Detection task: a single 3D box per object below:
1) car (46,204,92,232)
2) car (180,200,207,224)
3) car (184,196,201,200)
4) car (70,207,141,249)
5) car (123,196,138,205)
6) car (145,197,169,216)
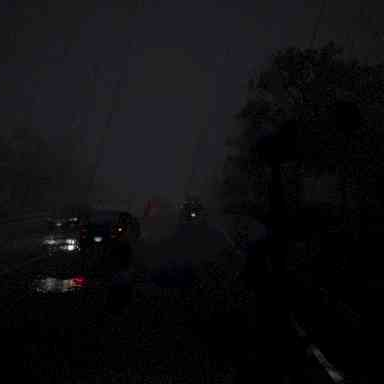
[{"bbox_3d":[-7.101,1.477,20.199,2.128,1.511,4.902,0,0,0],"label":"car"},{"bbox_3d":[0.098,1.545,24.940,1.994,1.385,4.181,0,0,0],"label":"car"},{"bbox_3d":[0.097,1.321,42.455,2.097,1.767,4.553,0,0,0],"label":"car"},{"bbox_3d":[-3.398,1.515,14.332,1.812,1.442,4.674,0,0,0],"label":"car"},{"bbox_3d":[-10.535,1.460,57.487,1.837,1.490,4.892,0,0,1],"label":"car"},{"bbox_3d":[-3.399,1.481,32.259,1.837,1.490,4.892,0,0,0],"label":"car"}]
